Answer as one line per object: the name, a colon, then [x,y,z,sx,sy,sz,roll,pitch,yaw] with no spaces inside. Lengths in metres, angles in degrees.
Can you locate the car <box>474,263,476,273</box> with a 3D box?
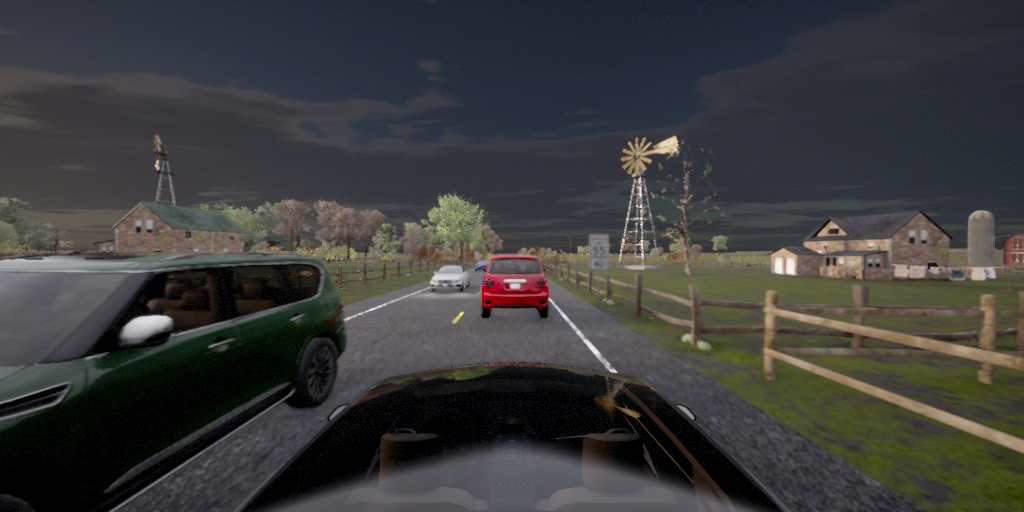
car: [-3.569,1.268,45.016,1.882,1.535,5.008,0,0,1]

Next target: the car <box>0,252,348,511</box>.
car: [-3.599,0.973,3.272,2.150,2.045,5.566,0,0,0]

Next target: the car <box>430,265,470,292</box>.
car: [-3.608,1.295,21.603,1.812,1.442,4.674,0,0,0]

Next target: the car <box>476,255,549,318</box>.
car: [0.093,0.983,13.238,2.150,2.045,5.566,0,0,0]
